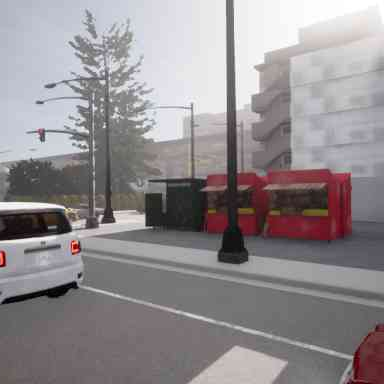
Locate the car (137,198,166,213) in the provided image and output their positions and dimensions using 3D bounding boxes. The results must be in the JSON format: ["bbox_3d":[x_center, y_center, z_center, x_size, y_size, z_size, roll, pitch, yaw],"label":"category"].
[{"bbox_3d":[-4.126,1.482,37.595,2.097,1.767,4.553,-1,-1,36],"label":"car"}]

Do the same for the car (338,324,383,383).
[{"bbox_3d":[3.267,1.601,1.653,4.718,1.301,1.895,0,0,35],"label":"car"}]

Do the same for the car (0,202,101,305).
[{"bbox_3d":[-4.748,1.234,7.336,5.566,2.045,2.150,0,0,36],"label":"car"}]

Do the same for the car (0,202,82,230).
[{"bbox_3d":[-10.332,1.559,22.912,1.882,1.535,5.008,-1,0,38],"label":"car"}]

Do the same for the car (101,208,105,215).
[{"bbox_3d":[-10.087,1.731,29.381,1.895,1.301,4.718,-1,-1,36],"label":"car"}]
